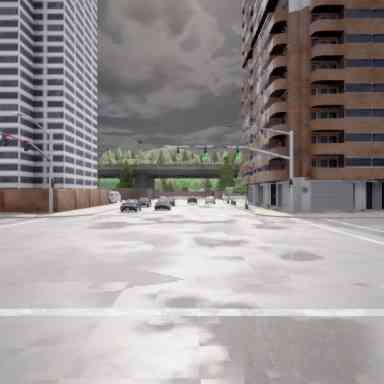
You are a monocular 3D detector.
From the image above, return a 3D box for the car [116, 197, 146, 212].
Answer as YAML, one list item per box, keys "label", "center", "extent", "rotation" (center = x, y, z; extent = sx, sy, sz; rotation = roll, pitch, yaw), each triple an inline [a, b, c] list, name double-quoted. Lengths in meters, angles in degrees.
- label: "car"
  center: [-7.127, 1.551, 39.368]
  extent: [2.033, 1.411, 5.357]
  rotation: [0, 0, 0]

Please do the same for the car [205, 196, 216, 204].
- label: "car"
  center: [3.456, 1.532, 63.108]
  extent: [1.812, 1.442, 4.674]
  rotation: [0, 0, 0]

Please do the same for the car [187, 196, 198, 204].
- label: "car"
  center: [0.056, 1.511, 63.227]
  extent: [1.837, 1.490, 4.892]
  rotation: [0, 0, 0]

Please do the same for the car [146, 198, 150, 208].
- label: "car"
  center: [-7.124, 1.553, 49.721]
  extent: [2.033, 1.411, 5.357]
  rotation: [0, 0, 0]

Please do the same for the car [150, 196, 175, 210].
- label: "car"
  center: [-3.628, 1.552, 42.240]
  extent: [2.033, 1.411, 5.357]
  rotation: [0, 0, 0]
